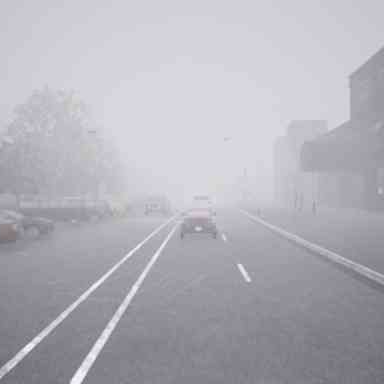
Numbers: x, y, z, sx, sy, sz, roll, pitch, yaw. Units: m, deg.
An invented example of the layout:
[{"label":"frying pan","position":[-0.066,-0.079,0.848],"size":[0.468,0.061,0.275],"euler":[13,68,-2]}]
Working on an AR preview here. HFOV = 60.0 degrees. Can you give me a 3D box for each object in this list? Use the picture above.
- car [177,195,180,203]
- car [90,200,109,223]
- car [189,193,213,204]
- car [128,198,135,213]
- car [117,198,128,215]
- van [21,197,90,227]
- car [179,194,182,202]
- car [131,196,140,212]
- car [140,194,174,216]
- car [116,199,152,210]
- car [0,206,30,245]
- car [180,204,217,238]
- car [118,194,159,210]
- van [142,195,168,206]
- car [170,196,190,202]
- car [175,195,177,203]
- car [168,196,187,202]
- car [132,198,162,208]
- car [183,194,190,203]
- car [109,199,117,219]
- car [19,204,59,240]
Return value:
[{"label":"car","position":[-6.019,1.802,72.181],"size":[5.366,1.575,1.946],"euler":[-1,0,-15]},{"label":"car","position":[-9.029,1.557,24.851],"size":[5.008,1.535,2.097],"euler":[-1,0,-18]},{"label":"car","position":[1.179,1.335,38.400],"size":[2.150,2.045,5.566],"euler":[0,0,3]},{"label":"car","position":[-8.625,1.617,33.762],"size":[4.792,1.488,2.163],"euler":[-1,-1,-17]},{"label":"car","position":[-8.782,1.576,30.783],"size":[5.008,1.535,2.097],"euler":[-1,0,-18]},{"label":"van","position":[-9.232,1.325,21.836],"size":[4.442,1.987,1.878],"euler":[-1,0,-18]},{"label":"car","position":[-5.532,1.818,75.181],"size":[5.008,1.535,2.097],"euler":[-1,0,-14]},{"label":"car","position":[-8.361,1.613,39.692],"size":[4.892,1.521,2.231],"euler":[-1,-1,-17]},{"label":"car","position":[-3.411,1.319,33.741],"size":[2.150,2.045,5.566],"euler":[0,0,3]},{"label":"car","position":[-8.004,1.680,45.622],"size":[4.674,1.452,2.002],"euler":[-1,-1,-17]},{"label":"car","position":[-9.335,1.528,12.965],"size":[5.008,1.535,2.097],"euler":[-1,0,-19]},{"label":"car","position":[0.357,1.577,18.089],"size":[1.812,1.442,4.674],"euler":[0,0,1]},{"label":"car","position":[-7.838,1.404,48.574],"size":[5.566,2.045,2.435],"euler":[-1,0,-16]},{"label":"van","position":[-6.806,1.499,60.469],"size":[4.442,1.987,1.878],"euler":[-1,-1,-15]},{"label":"car","position":[-3.310,1.876,92.937],"size":[5.366,1.575,1.946],"euler":[-1,-1,-13]},{"label":"car","position":[-6.117,1.825,69.269],"size":[4.674,1.452,2.002],"euler":[-1,0,-15]},{"label":"car","position":[-3.867,1.876,89.946],"size":[4.892,1.521,2.231],"euler":[-1,-1,-13]},{"label":"car","position":[-7.386,1.729,54.511],"size":[4.674,1.452,2.002],"euler":[-1,-1,-16]},{"label":"car","position":[-0.233,1.774,74.854],"size":[1.994,1.385,4.181],"euler":[0,0,6]},{"label":"car","position":[-8.879,1.440,27.821],"size":[4.553,1.767,2.185],"euler":[-1,0,-18]},{"label":"car","position":[-9.288,1.535,15.943],"size":[5.008,1.535,2.097],"euler":[-1,0,-19]}]
